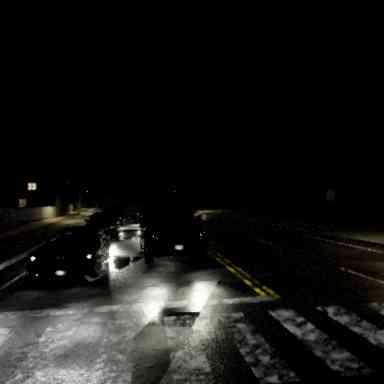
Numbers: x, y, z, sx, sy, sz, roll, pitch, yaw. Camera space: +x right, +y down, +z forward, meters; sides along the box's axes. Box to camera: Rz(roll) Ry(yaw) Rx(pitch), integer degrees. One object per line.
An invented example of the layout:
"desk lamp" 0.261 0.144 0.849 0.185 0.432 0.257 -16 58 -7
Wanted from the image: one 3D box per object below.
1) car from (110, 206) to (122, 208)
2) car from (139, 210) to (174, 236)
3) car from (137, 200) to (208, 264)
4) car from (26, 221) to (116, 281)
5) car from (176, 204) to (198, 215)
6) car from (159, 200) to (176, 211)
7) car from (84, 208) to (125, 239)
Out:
"car" -7.101 2.205 29.669 1.812 1.442 4.674 -1 -1 -11
"car" -2.501 2.043 22.768 1.994 1.385 4.181 -1 -1 -11
"car" -0.937 1.502 13.492 2.150 2.045 5.566 -1 -1 -11
"car" -3.803 1.881 11.013 1.895 1.301 4.718 -1 -1 -8
"car" -0.824 2.472 47.868 2.033 1.411 5.357 -1 -1 -13
"car" -4.827 2.499 63.949 2.150 2.045 5.566 -1 -1 -16
"car" -5.318 1.965 20.104 2.128 1.511 4.902 -1 -1 -10
